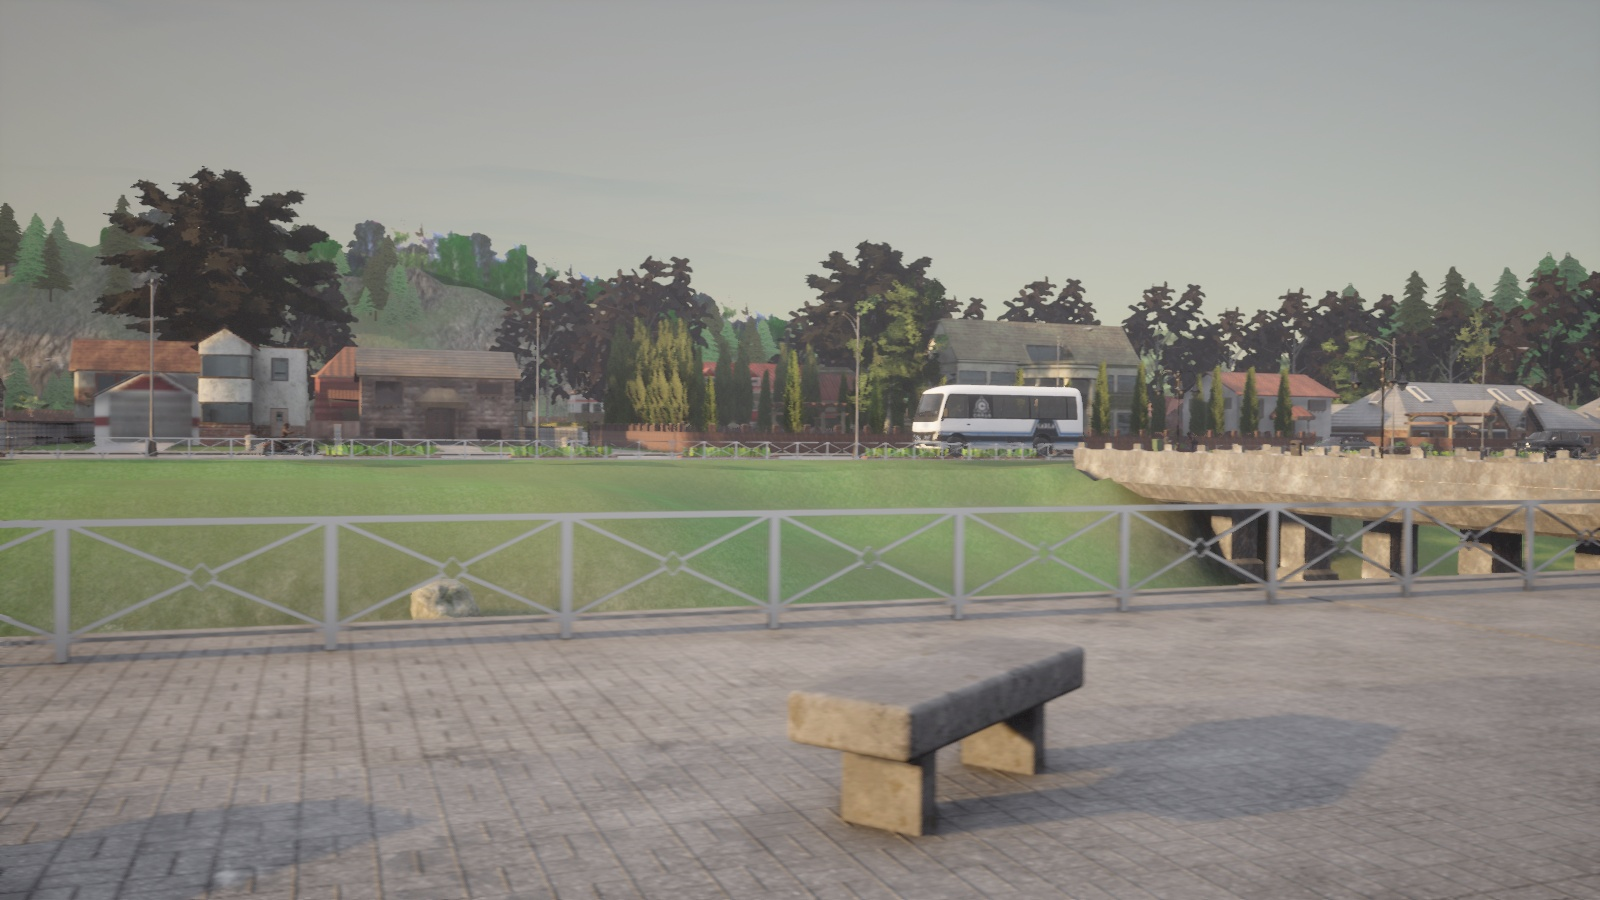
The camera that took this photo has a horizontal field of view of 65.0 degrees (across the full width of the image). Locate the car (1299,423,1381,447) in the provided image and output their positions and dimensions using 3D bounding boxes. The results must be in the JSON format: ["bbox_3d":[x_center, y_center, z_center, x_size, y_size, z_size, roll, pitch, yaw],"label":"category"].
[{"bbox_3d":[35.840,-0.989,83.355,4.902,1.511,2.128,-1,1,-21],"label":"car"}]

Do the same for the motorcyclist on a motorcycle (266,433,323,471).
[{"bbox_3d":[-22.843,0.071,56.811,2.350,1.649,0.766,-1,1,-21],"label":"motorcyclist on a motorcycle"}]

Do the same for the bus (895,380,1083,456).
[{"bbox_3d":[11.121,-1.902,73.960,10.273,4.253,3.944,-1,1,-21],"label":"bus"}]
